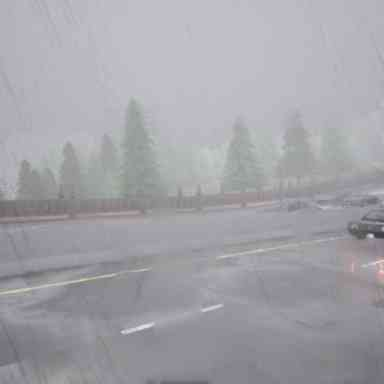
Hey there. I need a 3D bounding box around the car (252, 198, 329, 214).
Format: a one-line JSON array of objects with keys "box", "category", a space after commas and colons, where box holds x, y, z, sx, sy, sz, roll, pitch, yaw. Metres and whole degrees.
[{"box": [6.127, 1.322, 21.251, 5.357, 1.411, 2.033, -1, 1, -35], "category": "car"}]

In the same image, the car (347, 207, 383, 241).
[{"box": [8.797, 1.399, 14.316, 4.718, 1.301, 1.895, -1, 1, -35], "category": "car"}]

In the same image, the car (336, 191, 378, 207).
[{"box": [16.659, 0.744, 33.038, 4.181, 1.385, 1.994, -5, 3, -35], "category": "car"}]

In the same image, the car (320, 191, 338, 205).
[{"box": [16.083, 0.599, 36.921, 5.357, 1.411, 2.033, -5, 3, -35], "category": "car"}]
